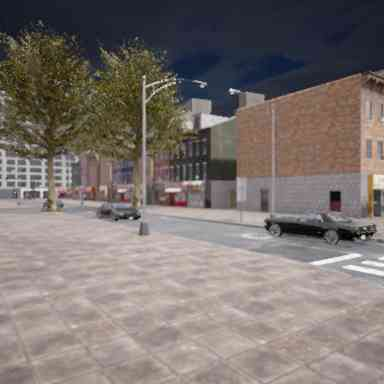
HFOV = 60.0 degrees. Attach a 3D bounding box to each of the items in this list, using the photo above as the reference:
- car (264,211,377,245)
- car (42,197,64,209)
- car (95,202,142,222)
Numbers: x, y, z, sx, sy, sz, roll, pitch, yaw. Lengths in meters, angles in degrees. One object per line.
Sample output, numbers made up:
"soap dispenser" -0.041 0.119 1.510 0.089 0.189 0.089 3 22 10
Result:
"car" 5.597 1.531 15.214 1.895 1.301 4.718 0 0 -37
"car" -18.037 1.414 43.171 1.812 1.442 4.674 0 0 -35
"car" -5.796 1.451 25.561 2.033 1.411 5.357 0 0 -35
